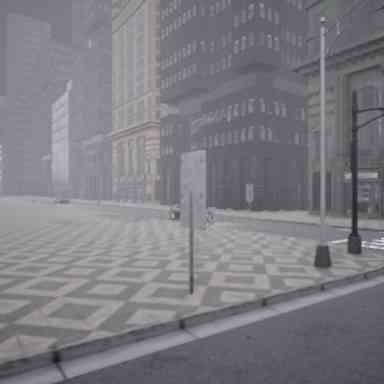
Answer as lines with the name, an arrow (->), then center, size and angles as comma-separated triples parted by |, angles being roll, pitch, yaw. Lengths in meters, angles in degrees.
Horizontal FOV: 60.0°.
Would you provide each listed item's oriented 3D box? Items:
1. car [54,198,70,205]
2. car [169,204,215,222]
car -> -24.068, 1.676, 61.423 | 1.895, 1.301, 4.718 | 0, 0, -35
car -> -0.112, 1.730, 27.764 | 1.837, 1.490, 4.892 | 0, 1, -35
